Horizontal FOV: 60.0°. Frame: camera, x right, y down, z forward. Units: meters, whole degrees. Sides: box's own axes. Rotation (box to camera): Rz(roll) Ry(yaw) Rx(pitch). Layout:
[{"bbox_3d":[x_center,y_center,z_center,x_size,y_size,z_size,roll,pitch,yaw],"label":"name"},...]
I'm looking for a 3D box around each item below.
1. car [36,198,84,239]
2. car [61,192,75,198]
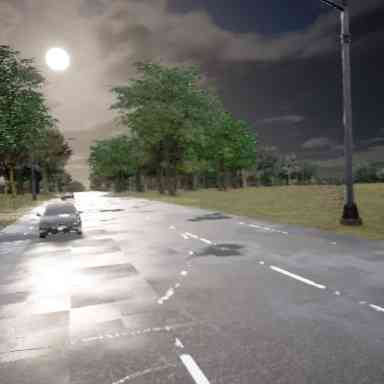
[{"bbox_3d":[-6.622,1.327,16.852,1.837,1.490,4.892,-3,2,-20],"label":"car"},{"bbox_3d":[-20.977,0.691,56.280,1.994,1.385,4.181,-3,2,-17],"label":"car"}]
